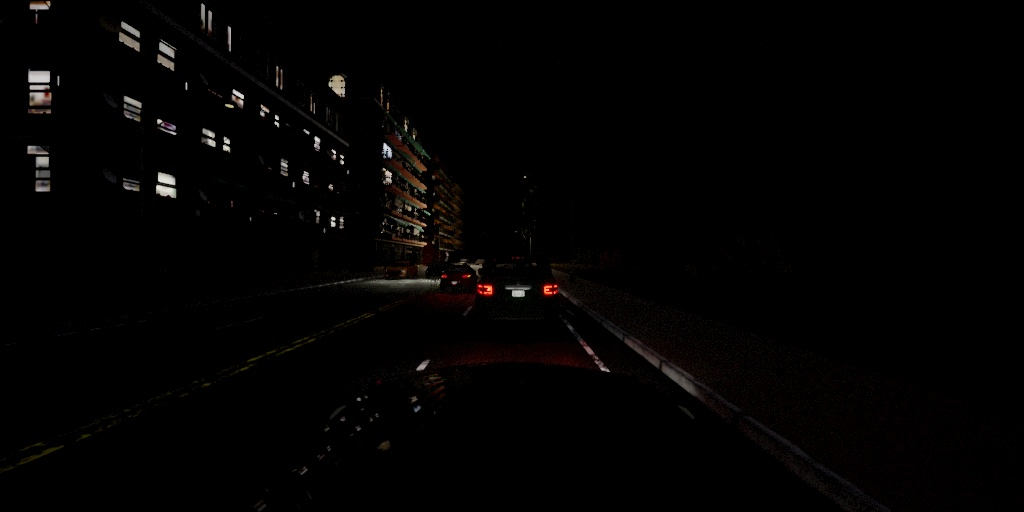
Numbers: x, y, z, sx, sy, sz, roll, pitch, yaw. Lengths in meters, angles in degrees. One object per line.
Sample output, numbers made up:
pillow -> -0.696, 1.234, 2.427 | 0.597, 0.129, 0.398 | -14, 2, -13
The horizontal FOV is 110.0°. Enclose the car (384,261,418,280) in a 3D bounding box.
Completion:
car -> -9.828, 1.232, 32.131 | 1.882, 1.535, 5.008 | 0, 0, 0

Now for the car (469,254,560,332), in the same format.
car -> 0.111, 0.973, 11.076 | 2.150, 2.045, 5.566 | 0, 0, -1

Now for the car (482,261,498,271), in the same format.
car -> -3.113, 1.354, 51.483 | 1.895, 1.301, 4.718 | 0, 0, 0

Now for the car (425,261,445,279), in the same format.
car -> -6.578, 1.232, 32.935 | 1.882, 1.535, 5.008 | 0, 0, 0

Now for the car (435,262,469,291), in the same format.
car -> -3.135, 1.279, 21.826 | 1.812, 1.442, 4.674 | 0, 0, 0
